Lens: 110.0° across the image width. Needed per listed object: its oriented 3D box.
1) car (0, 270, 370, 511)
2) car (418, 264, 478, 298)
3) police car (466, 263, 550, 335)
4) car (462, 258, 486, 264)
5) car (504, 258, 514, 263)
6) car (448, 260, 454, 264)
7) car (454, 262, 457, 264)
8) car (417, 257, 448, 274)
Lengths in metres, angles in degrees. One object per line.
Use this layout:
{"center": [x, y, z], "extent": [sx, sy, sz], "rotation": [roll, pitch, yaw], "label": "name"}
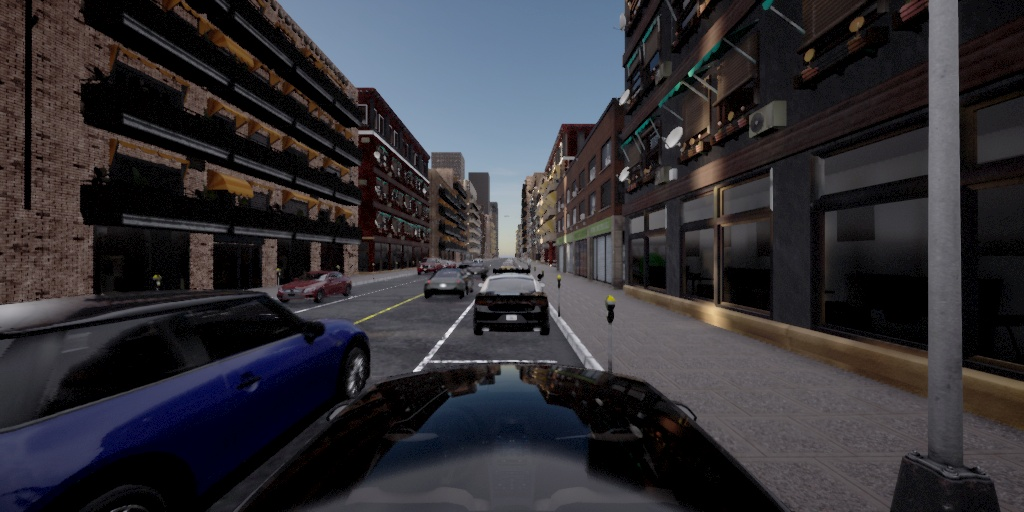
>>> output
{"center": [-3.146, 1.101, 3.475], "extent": [2.097, 1.767, 4.553], "rotation": [0, 0, 0], "label": "car"}
{"center": [-3.130, 1.315, 18.424], "extent": [1.994, 1.385, 4.181], "rotation": [0, 0, 1], "label": "car"}
{"center": [-0.011, 1.175, 10.609], "extent": [1.930, 1.638, 5.238], "rotation": [0, 0, 0], "label": "police car"}
{"center": [-3.129, 1.243, 33.436], "extent": [2.128, 1.511, 4.902], "rotation": [0, 0, 0], "label": "car"}
{"center": [-0.456, 1.275, 39.173], "extent": [1.751, 1.417, 4.829], "rotation": [0, 0, 0], "label": "car"}
{"center": [-8.837, 1.188, 44.643], "extent": [1.967, 1.591, 4.097], "rotation": [0, 0, 0], "label": "car"}
{"center": [-6.161, 1.349, 48.731], "extent": [1.895, 1.301, 4.718], "rotation": [0, 0, 0], "label": "car"}
{"center": [-8.837, 1.064, 39.007], "extent": [2.192, 1.841, 5.009], "rotation": [0, 0, 0], "label": "car"}
